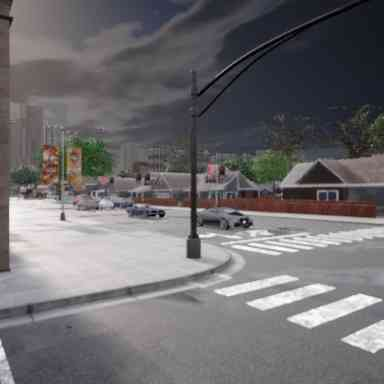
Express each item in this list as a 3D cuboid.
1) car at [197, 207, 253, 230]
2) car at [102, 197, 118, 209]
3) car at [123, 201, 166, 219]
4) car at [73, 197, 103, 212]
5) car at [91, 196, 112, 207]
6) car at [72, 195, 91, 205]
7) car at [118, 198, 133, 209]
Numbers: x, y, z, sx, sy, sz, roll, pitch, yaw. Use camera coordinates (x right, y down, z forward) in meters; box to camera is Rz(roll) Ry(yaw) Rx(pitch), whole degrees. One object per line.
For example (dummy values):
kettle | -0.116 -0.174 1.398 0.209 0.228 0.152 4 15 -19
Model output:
car | 2.021 1.668 21.920 1.994 1.385 4.181 0 0 -36
car | -13.069 1.817 49.001 1.812 1.442 4.674 0 0 -35
car | -4.279 1.773 30.783 1.895 1.301 4.718 0 0 -35
car | -13.966 1.779 44.485 1.837 1.490 4.892 0 -1 -35
car | -16.108 1.700 58.829 2.097 1.767 4.553 0 0 -35
car | -18.793 1.569 56.997 2.150 2.045 5.566 0 0 -35
car | -10.580 1.646 51.060 2.097 1.767 4.553 0 0 -35
